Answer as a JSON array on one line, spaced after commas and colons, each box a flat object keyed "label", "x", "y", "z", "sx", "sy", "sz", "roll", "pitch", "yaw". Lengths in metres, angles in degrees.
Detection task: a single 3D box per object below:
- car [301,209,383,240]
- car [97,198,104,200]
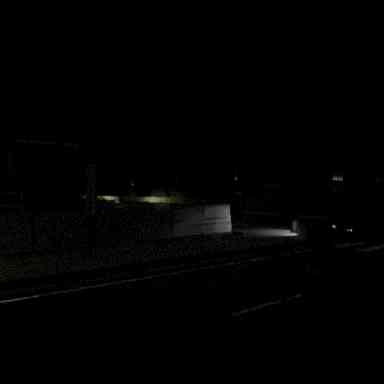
[{"label": "car", "x": 8.024, "y": 1.544, "z": 15.847, "sx": 5.357, "sy": 1.411, "sz": 2.033, "roll": 0, "pitch": 0, "yaw": 21}, {"label": "car", "x": -17.180, "y": 1.688, "z": 60.528, "sx": 1.895, "sy": 1.301, "sz": 4.718, "roll": 0, "pitch": 0, "yaw": -35}]
